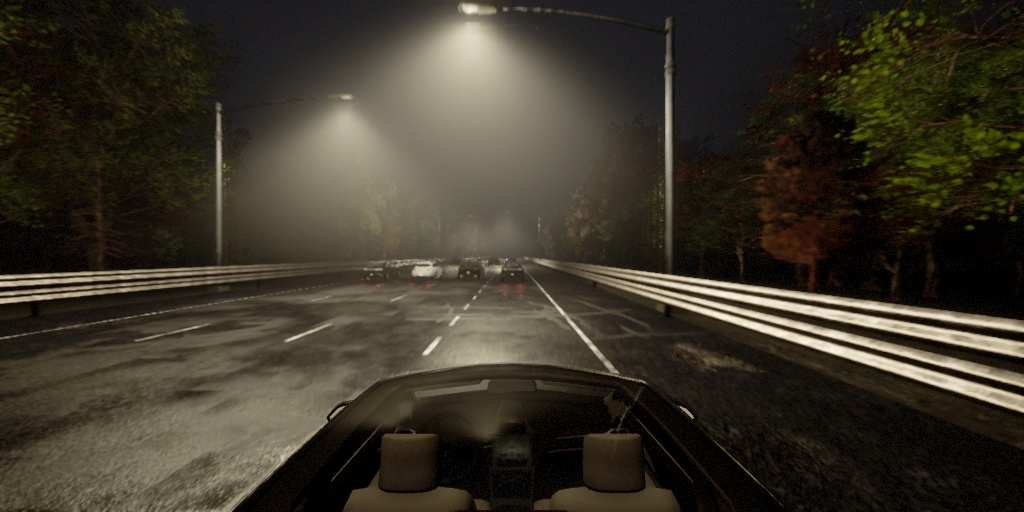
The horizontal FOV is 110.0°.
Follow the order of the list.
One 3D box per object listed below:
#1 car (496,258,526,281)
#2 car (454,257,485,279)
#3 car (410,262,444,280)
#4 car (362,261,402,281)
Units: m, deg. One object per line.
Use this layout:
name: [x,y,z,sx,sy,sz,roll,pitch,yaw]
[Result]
car: [0.057,1.161,29.140,2.128,1.511,4.902,0,0,0]
car: [-3.434,1.141,30.800,1.882,1.535,5.008,0,0,0]
car: [-6.940,1.192,29.673,1.812,1.442,4.674,0,0,0]
car: [-10.443,1.162,29.135,2.128,1.511,4.902,0,0,0]
